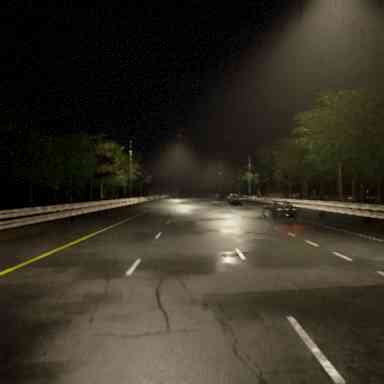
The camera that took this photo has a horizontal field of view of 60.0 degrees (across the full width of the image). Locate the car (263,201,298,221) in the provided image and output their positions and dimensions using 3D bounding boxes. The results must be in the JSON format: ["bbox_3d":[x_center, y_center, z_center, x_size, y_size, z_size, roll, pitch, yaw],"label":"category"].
[{"bbox_3d":[7.018,1.495,26.831,2.128,1.511,4.902,0,0,0],"label":"car"}]

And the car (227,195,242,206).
[{"bbox_3d":[7.039,1.570,55.366,1.994,1.385,4.181,0,0,0],"label":"car"}]
